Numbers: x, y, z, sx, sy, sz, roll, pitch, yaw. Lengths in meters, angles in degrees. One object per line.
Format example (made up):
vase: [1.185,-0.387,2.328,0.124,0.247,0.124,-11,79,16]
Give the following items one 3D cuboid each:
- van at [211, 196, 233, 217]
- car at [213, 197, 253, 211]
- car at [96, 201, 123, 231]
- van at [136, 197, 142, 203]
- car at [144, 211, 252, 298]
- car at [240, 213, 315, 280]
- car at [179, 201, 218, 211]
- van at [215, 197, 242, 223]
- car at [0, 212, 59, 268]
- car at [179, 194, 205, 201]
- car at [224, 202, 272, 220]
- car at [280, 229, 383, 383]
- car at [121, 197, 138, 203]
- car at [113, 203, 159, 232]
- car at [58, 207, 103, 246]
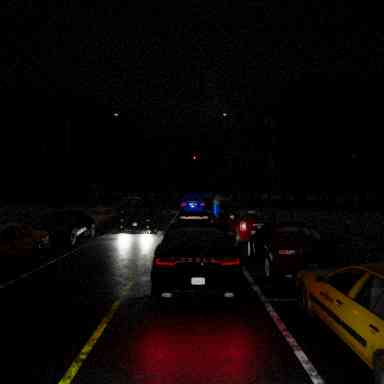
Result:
van: [2.754,1.346,31.530,1.690,1.788,3.998,0,0,0]
car: [2.756,1.317,20.655,2.192,1.841,5.009,0,0,0]
car: [-5.769,1.528,20.483,1.752,1.417,4.829,0,0,0]
van: [-5.771,1.346,31.528,1.690,1.788,3.998,0,0,0]
car: [0.093,1.478,8.558,1.882,1.535,5.008,0,0,0]
car: [2.758,1.545,9.779,1.887,1.381,4.507,0,0,0]
car: [0.093,1.493,19.001,2.128,1.511,4.902,0,0,0]
van: [2.755,1.345,26.092,1.690,1.788,3.998,0,0,0]
car: [-5.767,1.526,9.608,1.752,1.417,4.829,0,0,0]
car: [0.018,1.226,29.369,2.150,2.045,5.566,0,0,-2]
car: [2.757,1.441,15.217,1.967,1.590,4.097,0,0,0]
car: [2.759,1.525,4.512,1.752,1.417,4.829,0,0,0]
car: [-5.770,1.444,26.090,1.967,1.590,4.097,0,0,0]
car: [-3.079,1.566,19.924,1.994,1.385,4.181,0,0,0]
car: [-5.768,1.567,15.215,1.947,1.339,4.313,0,0,0]
